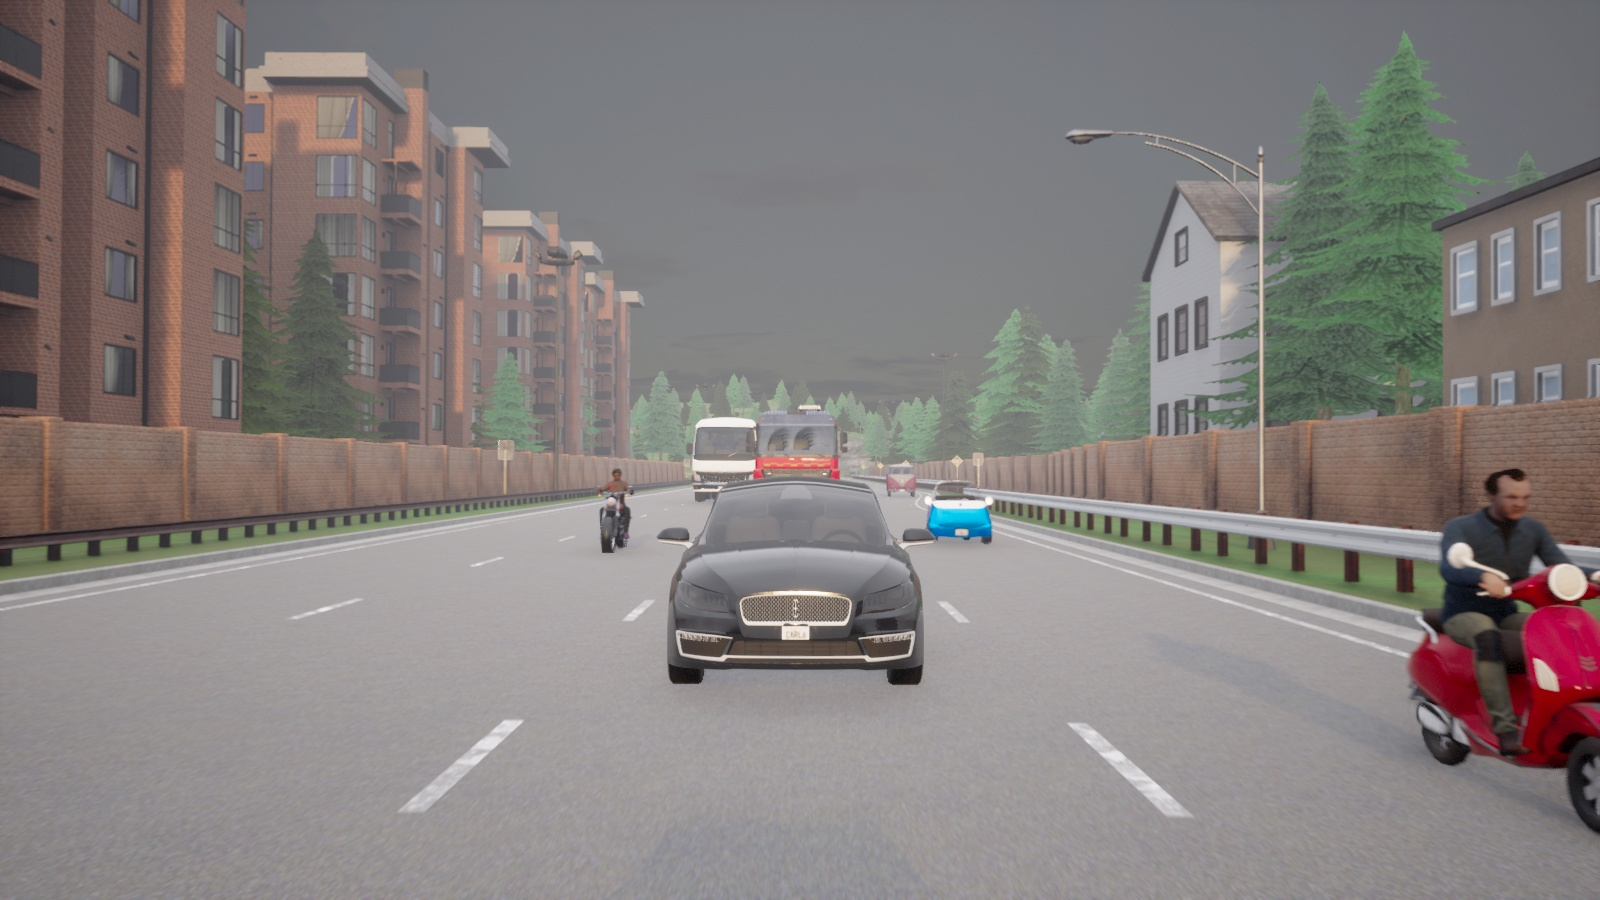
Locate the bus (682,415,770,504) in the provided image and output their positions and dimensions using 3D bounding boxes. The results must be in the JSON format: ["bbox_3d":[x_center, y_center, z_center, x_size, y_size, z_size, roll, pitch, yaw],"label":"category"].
[{"bbox_3d":[-3.663,0.542,65.075,3.944,4.253,10.273,0,-1,0],"label":"bus"}]

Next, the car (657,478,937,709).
[{"bbox_3d":[-0.026,0.999,10.724,1.837,1.490,4.892,0,-1,0],"label":"car"}]

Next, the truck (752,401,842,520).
[{"bbox_3d":[-0.113,0.399,44.712,2.891,3.827,8.468,0,-1,0],"label":"truck"}]

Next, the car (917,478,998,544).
[{"bbox_3d":[3.433,1.318,27.607,1.481,1.376,2.207,0,-1,0],"label":"car"}]

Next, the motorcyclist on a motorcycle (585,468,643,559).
[{"bbox_3d":[-3.559,1.183,24.154,0.766,1.649,2.350,0,-1,0],"label":"motorcyclist on a motorcycle"}]

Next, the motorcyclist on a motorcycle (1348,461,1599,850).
[{"bbox_3d":[3.485,0.855,6.060,0.866,1.590,1.817,0,-1,0],"label":"motorcyclist on a motorcycle"}]

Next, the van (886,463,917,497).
[{"bbox_3d":[6.256,1.842,77.632,1.775,1.987,4.442,0,-1,3],"label":"van"}]
